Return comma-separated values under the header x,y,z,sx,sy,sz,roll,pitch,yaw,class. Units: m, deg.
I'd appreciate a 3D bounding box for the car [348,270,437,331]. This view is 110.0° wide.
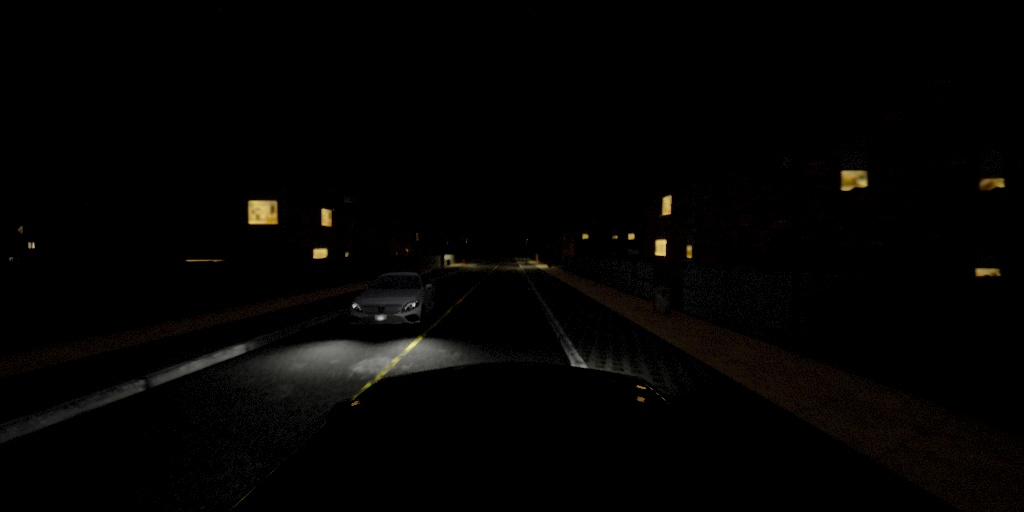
x,y,z,sx,sy,sz,roll,pitch,yaw,class
-3.352,1.175,10.843,1.812,1.442,4.674,0,1,-6,car
